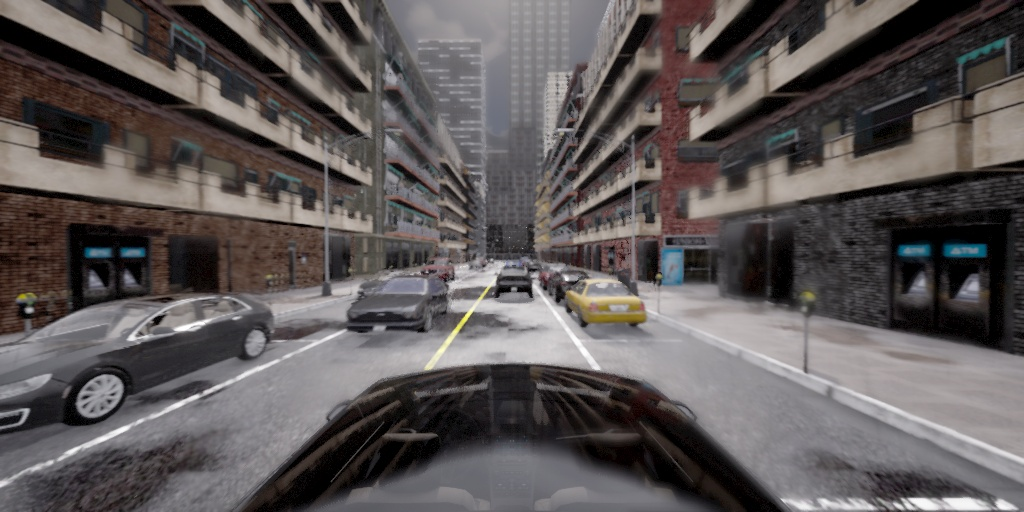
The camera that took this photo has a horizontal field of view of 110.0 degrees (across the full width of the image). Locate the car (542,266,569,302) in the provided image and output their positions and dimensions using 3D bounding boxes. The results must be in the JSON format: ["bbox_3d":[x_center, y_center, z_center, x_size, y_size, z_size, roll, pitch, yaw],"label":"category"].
[{"bbox_3d":[2.705,1.313,16.761,1.948,1.339,4.313,0,0,0],"label":"car"}]

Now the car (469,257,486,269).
[{"bbox_3d":[-5.640,1.324,56.012,2.007,1.370,4.403,0,0,0],"label":"car"}]

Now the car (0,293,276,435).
[{"bbox_3d":[-5.685,1.312,5.594,2.007,1.370,4.403,0,0,0],"label":"car"}]

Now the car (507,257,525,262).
[{"bbox_3d":[0.134,1.236,40.000,1.882,1.535,5.008,0,0,0],"label":"car"}]

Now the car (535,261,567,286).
[{"bbox_3d":[2.710,1.189,22.363,1.967,1.591,4.097,0,0,0],"label":"car"}]

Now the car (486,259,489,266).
[{"bbox_3d":[-5.635,1.090,61.614,2.192,1.841,5.009,0,0,0],"label":"car"}]

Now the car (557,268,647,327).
[{"bbox_3d":[2.700,1.272,11.329,1.751,1.417,4.829,0,0,0],"label":"car"}]

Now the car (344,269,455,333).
[{"bbox_3d":[-3.073,1.305,11.002,2.033,1.411,5.357,0,0,0],"label":"car"}]

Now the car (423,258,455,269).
[{"bbox_3d":[-5.665,1.081,28.002,2.192,1.841,5.009,0,0,0],"label":"car"}]

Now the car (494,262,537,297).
[{"bbox_3d":[0.107,1.259,18.854,1.837,1.490,4.892,0,0,0],"label":"car"}]

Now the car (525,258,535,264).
[{"bbox_3d":[2.731,1.320,44.771,1.948,1.339,4.313,0,0,0],"label":"car"}]

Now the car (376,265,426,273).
[{"bbox_3d":[-5.675,1.314,16.798,2.007,1.370,4.403,0,0,0],"label":"car"}]
